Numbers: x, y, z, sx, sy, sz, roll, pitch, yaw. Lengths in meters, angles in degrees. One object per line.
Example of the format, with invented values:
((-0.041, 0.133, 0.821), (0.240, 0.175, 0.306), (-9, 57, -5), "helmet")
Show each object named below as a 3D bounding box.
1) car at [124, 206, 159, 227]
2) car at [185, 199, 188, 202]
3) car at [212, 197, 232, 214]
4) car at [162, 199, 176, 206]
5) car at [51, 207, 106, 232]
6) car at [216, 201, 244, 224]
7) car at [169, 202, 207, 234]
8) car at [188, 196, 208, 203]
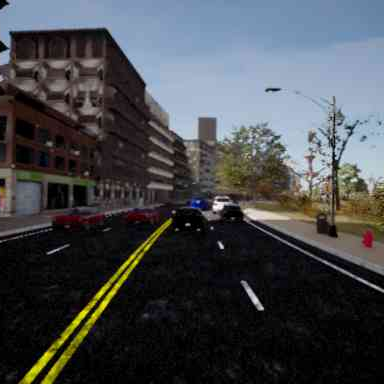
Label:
((-3.565, 1.697, 24.012), (1.895, 1.301, 4.718), (1, 0, 1), "car")
((-0.369, 2.134, 67.523), (1.994, 1.385, 4.181), (1, -1, 6), "car")
((3.602, 1.562, 39.357), (2.150, 2.045, 5.566), (1, 0, 4), "car")
((-4.257, 2.014, 62.309), (1.895, 1.301, 4.718), (1, -1, 7), "car")
((-6.875, 1.616, 20.580), (1.895, 1.301, 4.718), (1, 0, 1), "car")
((3.170, 1.737, 27.137), (1.837, 1.490, 4.892), (1, -1, 3), "car")
((-0.192, 1.603, 20.243), (1.882, 1.535, 5.008), (1, 0, 1), "car")
((1.081, 1.598, 48.602), (2.150, 2.045, 5.566), (1, -1, 5), "car")
